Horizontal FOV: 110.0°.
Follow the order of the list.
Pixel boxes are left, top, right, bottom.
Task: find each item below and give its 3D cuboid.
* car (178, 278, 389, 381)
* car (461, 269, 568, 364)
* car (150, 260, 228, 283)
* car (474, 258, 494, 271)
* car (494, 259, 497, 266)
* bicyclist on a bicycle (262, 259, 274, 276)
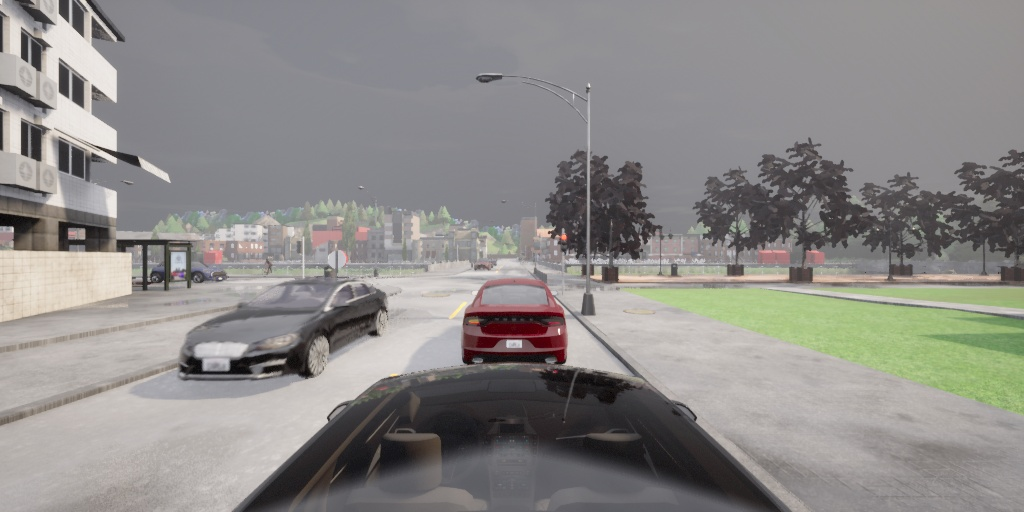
[{"bbox_3d":[-4.097,1.241,7.418,2.128,1.511,4.902,0,0,0],"label":"car"},{"bbox_3d":[0.055,1.228,8.097,1.882,1.535,5.008,0,0,0],"label":"car"},{"bbox_3d":[-24.118,1.102,26.900,4.553,1.767,2.097,0,0,0],"label":"car"},{"bbox_3d":[-4.074,1.102,50.297,2.097,1.767,4.553,0,0,0],"label":"car"},{"bbox_3d":[-4.055,1.241,59.541,2.128,1.511,4.902,0,0,0],"label":"car"},{"bbox_3d":[-24.011,1.099,35.296,0.582,1.620,1.656,0,0,0],"label":"bicyclist on a bicycle"}]
